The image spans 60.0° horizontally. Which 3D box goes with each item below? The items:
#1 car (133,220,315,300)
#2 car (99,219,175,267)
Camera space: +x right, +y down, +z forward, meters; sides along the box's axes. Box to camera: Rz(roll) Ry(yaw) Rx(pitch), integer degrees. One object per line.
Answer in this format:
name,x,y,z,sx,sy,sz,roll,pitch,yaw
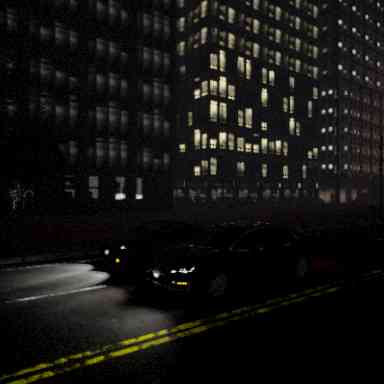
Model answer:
car,1.192,1.549,8.592,4.892,1.490,1.837,0,0,-36
car,-0.916,1.612,11.078,4.181,1.385,1.994,0,0,-36
